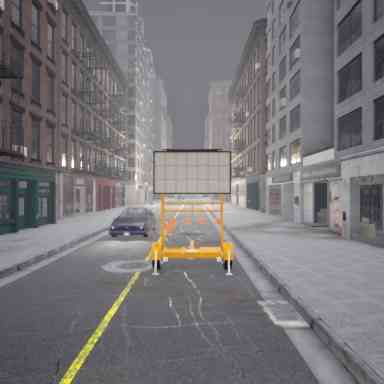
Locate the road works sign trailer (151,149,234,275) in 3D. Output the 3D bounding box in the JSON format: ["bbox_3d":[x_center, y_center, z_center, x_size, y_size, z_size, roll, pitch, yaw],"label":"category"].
[{"bbox_3d":[0.010,0.462,10.405,2.380,3.560,2.880,0,0,0],"label":"road works sign trailer"}]

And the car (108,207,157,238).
[{"bbox_3d":[-2.994,1.543,17.915,2.033,1.411,5.357,0,0,0],"label":"car"}]

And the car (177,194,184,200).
[{"bbox_3d":[-2.971,1.429,89.456,1.837,1.490,4.892,0,0,0],"label":"car"}]
